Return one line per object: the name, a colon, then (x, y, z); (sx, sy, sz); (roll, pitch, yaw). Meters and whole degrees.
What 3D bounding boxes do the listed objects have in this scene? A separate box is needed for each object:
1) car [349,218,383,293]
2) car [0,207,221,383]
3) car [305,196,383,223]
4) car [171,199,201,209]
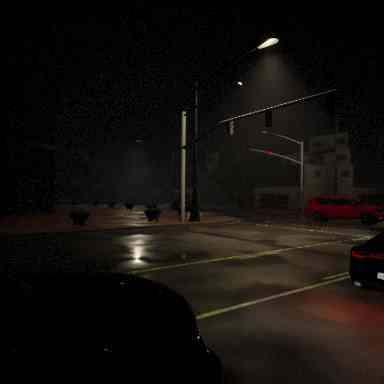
car: (5.752, 1.498, 7.883); (5.008, 1.535, 1.882); (0, 0, -35)
car: (-2.396, 1.222, 2.035); (5.566, 2.045, 2.150); (0, 0, -36)
car: (11.469, 1.359, 25.108); (5.566, 2.045, 2.150); (0, 0, 35)
car: (-0.788, 1.619, 39.842); (1.812, 1.442, 4.674); (1, -1, -35)
